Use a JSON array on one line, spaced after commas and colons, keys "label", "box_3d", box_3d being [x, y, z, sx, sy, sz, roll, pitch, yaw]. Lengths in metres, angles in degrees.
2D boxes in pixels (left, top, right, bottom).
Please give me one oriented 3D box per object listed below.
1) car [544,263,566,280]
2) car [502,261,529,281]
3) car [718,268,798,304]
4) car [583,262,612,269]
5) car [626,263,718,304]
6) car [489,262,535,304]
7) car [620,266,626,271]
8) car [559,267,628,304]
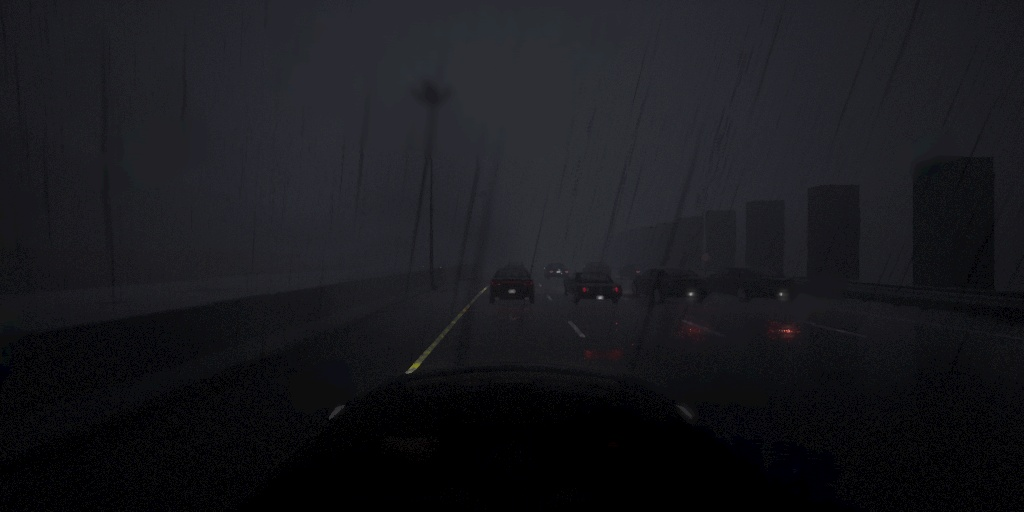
[{"label": "car", "box_3d": [3.838, 1.311, 31.286, 2.033, 1.411, 5.357, 0, 0, 1]}, {"label": "car", "box_3d": [0.339, 1.243, 31.370, 2.128, 1.511, 4.902, 0, 0, 1]}, {"label": "car", "box_3d": [10.526, 1.264, 16.337, 1.837, 1.490, 4.892, 0, 0, 1]}, {"label": "car", "box_3d": [7.337, 1.232, 31.202, 1.882, 1.535, 5.008, 0, 0, 1]}, {"label": "car", "box_3d": [7.026, 1.264, 16.373, 1.837, 1.490, 4.892, 0, 0, 1]}, {"label": "car", "box_3d": [0.027, 1.232, 16.445, 1.882, 1.535, 5.008, 0, 0, 1]}, {"label": "car", "box_3d": [10.836, 1.311, 31.118, 2.033, 1.411, 5.357, 0, 0, 1]}, {"label": "car", "box_3d": [3.527, 1.363, 16.439, 1.895, 1.301, 4.718, 0, 0, 1]}]
